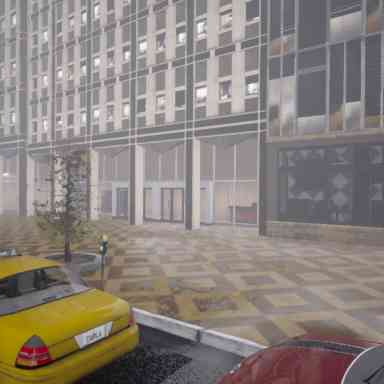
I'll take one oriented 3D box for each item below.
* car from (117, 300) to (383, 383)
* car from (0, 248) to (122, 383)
[{"bbox_3d":[1.820,1.440,1.566,4.097,1.590,1.967,0,1,36],"label":"car"},{"bbox_3d":[-2.944,1.524,4.967,4.829,1.417,1.752,0,1,36],"label":"car"}]
